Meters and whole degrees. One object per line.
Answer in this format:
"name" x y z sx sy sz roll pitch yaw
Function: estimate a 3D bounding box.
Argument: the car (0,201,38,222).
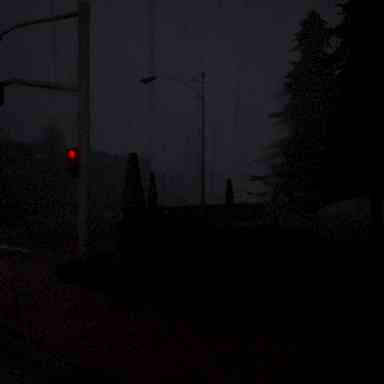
"car" -13.424 1.429 23.406 1.837 1.490 4.892 0 1 36

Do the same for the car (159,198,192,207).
"car" -1.862 1.450 39.497 1.812 1.442 4.674 0 0 36
